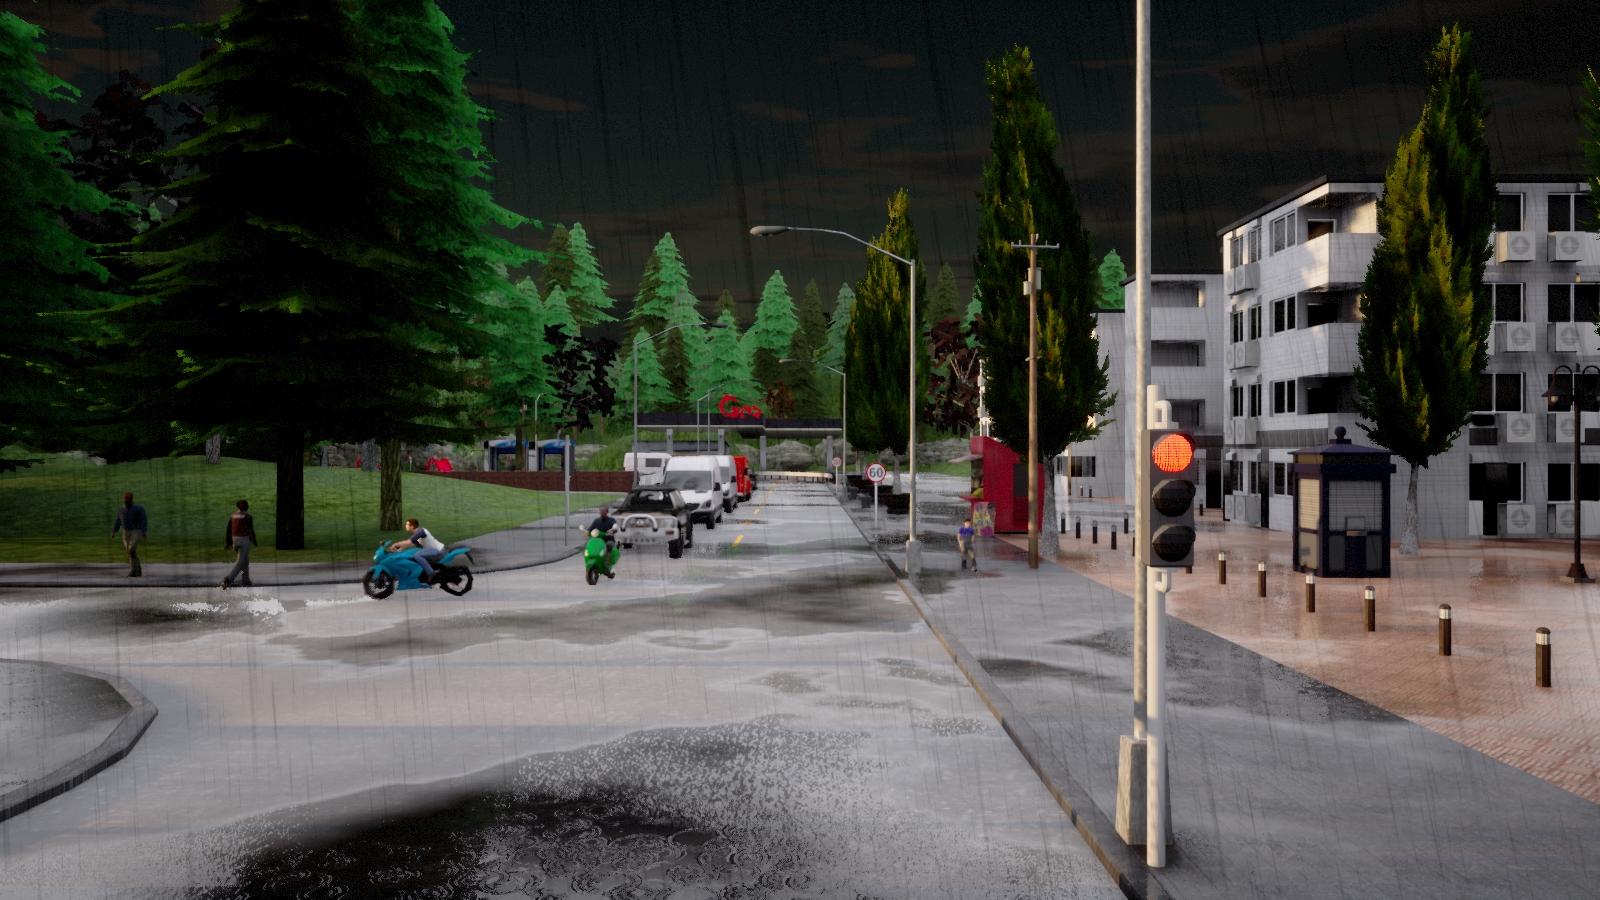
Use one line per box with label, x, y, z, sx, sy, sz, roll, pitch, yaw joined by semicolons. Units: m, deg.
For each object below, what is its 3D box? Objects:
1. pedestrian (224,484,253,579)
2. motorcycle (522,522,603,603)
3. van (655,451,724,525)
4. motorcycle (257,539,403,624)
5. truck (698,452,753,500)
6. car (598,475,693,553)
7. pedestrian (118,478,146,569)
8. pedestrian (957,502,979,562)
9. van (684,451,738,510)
pedestrian;-11.248;1.625;22.890;0.375;1.860;0.375;0;0;9
motorcycle;-4.174;1.959;20.222;0.856;1.236;1.805;0;0;8
van;-4.013;1.308;42.389;1.988;2.561;5.915;0;0;0
motorcycle;-7.197;1.990;17.578;2.033;1.145;0.803;0;0;-20
truck;-3.990;1.338;61.802;2.627;2.467;5.204;0;0;0
car;-4.060;1.639;30.686;1.932;1.855;4.605;0;0;0
pedestrian;-13.805;1.520;23.623;0.375;1.860;0.375;0;0;-1
pedestrian;3.702;1.800;25.185;0.375;1.300;0.375;0;0;-12
van;-4.007;1.306;52.408;1.988;2.561;5.915;0;0;0
